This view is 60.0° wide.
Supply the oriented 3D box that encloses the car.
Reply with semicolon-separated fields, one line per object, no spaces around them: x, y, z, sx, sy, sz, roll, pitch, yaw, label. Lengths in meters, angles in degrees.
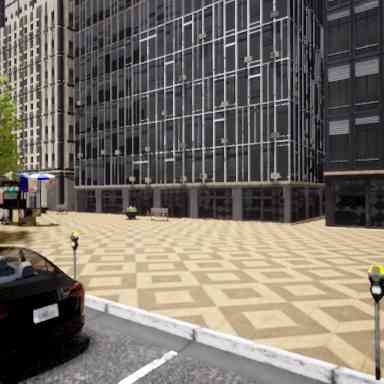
-3.532;1.565;5.406;4.313;1.339;1.947;0;0;36;car
